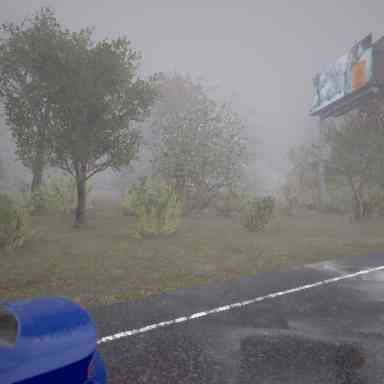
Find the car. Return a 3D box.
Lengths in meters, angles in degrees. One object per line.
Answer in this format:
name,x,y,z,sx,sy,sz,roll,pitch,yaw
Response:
car,-3.012,1.477,1.821,5.008,1.535,1.882,0,0,-35
